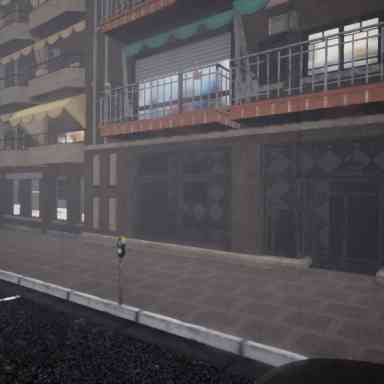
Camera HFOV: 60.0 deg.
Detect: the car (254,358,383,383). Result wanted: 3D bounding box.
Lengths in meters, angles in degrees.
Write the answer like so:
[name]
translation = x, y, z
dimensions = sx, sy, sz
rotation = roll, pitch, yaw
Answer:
[car]
translation = 2.147, 1.551, 1.326
dimensions = 4.403, 1.369, 2.008
rotation = 0, 1, 36
